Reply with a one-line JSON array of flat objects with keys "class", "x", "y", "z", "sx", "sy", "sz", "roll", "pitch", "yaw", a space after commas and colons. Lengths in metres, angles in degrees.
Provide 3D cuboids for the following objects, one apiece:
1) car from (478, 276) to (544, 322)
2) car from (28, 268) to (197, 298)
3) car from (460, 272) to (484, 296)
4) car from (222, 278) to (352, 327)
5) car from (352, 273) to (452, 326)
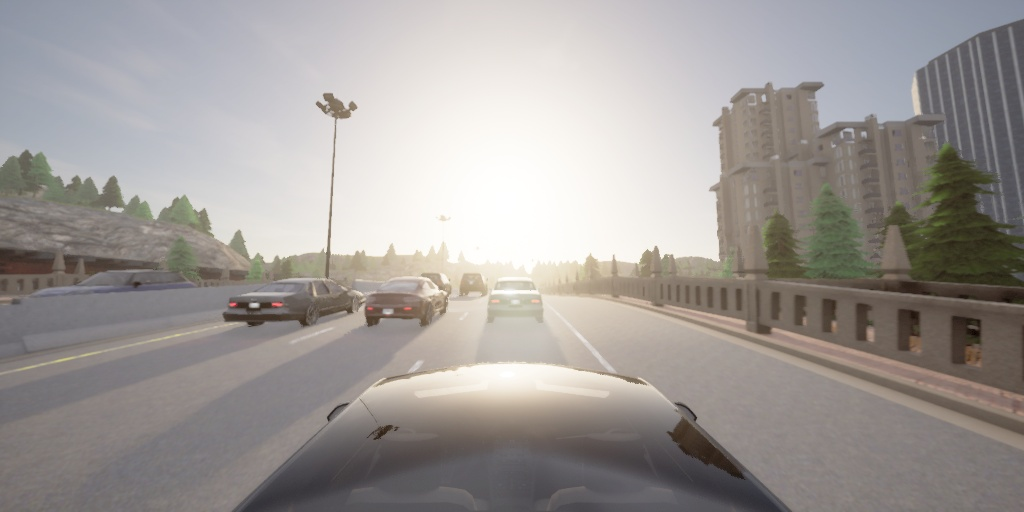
[{"class": "car", "x": 0.100, "y": 1.489, "z": 12.995, "sx": 2.033, "sy": 1.411, "sz": 5.357, "roll": 0, "pitch": -2, "yaw": 0}, {"class": "car", "x": -14.099, "y": 1.295, "z": 13.005, "sx": 2.097, "sy": 1.767, "sz": 4.553, "roll": 0, "pitch": -2, "yaw": 0}, {"class": "car", "x": -3.399, "y": 2.616, "z": 32.556, "sx": 2.150, "sy": 2.045, "sz": 5.566, "roll": 0, "pitch": -6, "yaw": 0}, {"class": "car", "x": -6.900, "y": 1.458, "z": 12.110, "sx": 2.033, "sy": 1.411, "sz": 5.357, "roll": 0, "pitch": -2, "yaw": 0}, {"class": "car", "x": -3.413, "y": 1.437, "z": 12.169, "sx": 1.812, "sy": 1.442, "sz": 4.674, "roll": 0, "pitch": -2, "yaw": 0}]
